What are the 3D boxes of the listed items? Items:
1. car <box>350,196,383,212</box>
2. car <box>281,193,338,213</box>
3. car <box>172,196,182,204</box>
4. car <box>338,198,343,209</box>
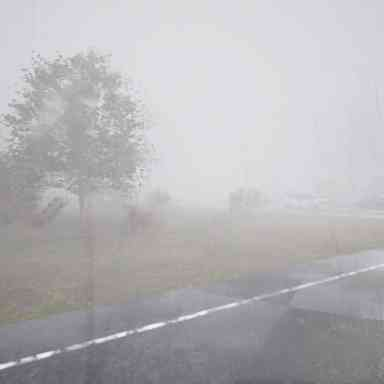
[{"bbox_3d":[20.350,1.234,37.509,2.097,1.767,4.553,0,0,-37],"label":"car"},{"bbox_3d":[12.433,1.108,36.363,2.150,2.045,5.566,0,0,-37],"label":"car"},{"bbox_3d":[-3.560,1.288,57.464,1.812,1.442,4.674,0,0,-37],"label":"car"},{"bbox_3d":[16.653,1.206,42.380,2.097,1.767,4.553,0,0,-37],"label":"car"}]
